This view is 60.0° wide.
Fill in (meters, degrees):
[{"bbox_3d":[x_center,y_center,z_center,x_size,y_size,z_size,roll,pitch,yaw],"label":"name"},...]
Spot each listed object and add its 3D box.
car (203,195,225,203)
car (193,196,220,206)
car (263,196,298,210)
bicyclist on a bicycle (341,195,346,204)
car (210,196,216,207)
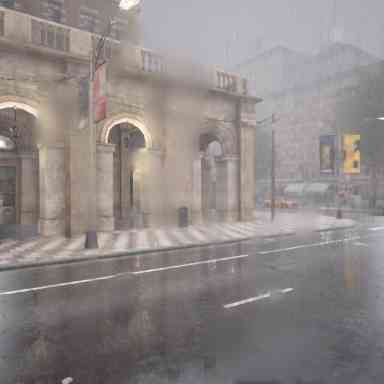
[{"bbox_3d":[4.709,1.518,72.949,2.128,1.511,4.902,0,0,-36],"label":"car"},{"bbox_3d":[2.430,1.505,56.328,1.837,1.490,4.892,0,0,-36],"label":"car"},{"bbox_3d":[11.625,1.351,43.616,2.097,1.767,4.553,0,0,-36],"label":"car"},{"bbox_3d":[26.016,1.300,56.959,1.656,1.620,0.582,0,0,-36],"label":"bicyclist on a bicycle"},{"bbox_3d":[1.428,1.595,46.360,1.895,1.301,4.718,0,0,-36],"label":"car"}]
